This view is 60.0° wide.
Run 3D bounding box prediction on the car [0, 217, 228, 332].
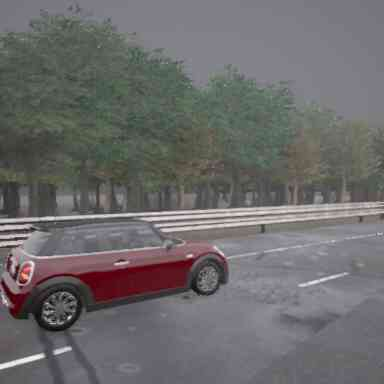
[{"bbox_3d":[-1.390,1.338,7.054,4.553,1.767,2.097,0,0,-36],"label":"car"}]
